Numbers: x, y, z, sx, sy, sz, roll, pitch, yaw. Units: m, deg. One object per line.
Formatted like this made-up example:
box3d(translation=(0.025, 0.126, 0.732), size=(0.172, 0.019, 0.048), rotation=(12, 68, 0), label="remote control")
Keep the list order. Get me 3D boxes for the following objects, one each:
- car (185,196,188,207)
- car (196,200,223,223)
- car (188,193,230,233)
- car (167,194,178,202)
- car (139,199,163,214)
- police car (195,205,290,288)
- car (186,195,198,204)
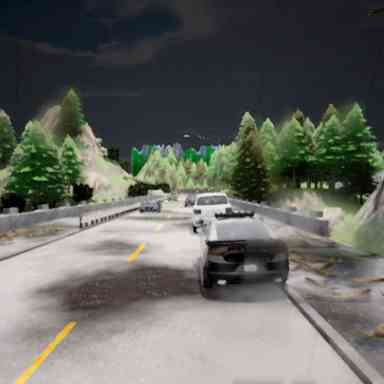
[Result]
box3d(translation=(0.087, 1.145, 47.002), size=(2.097, 1.767, 4.553), rotation=(0, 0, 1), label="car")
box3d(translation=(1.229, 1.415, 25.151), size=(1.812, 1.442, 4.674), rotation=(0, 0, 0), label="car")
box3d(translation=(1.092, 1.088, 19.168), size=(2.150, 2.045, 5.566), rotation=(-3, 0, 1), label="car")
box3d(translation=(-3.923, 1.210, 66.419), size=(1.837, 1.490, 4.892), rotation=(0, 1, 0), label="car")
box3d(translation=(-4.055, 1.416, 33.385), size=(1.994, 1.385, 4.181), rotation=(0, 0, 0), label="car")
box3d(translation=(1.176, 1.360, 9.269), size=(1.930, 1.638, 5.238), rotation=(-2, -1, 0), label="police car")
box3d(translation=(0.069, 1.290, 58.403), size=(2.033, 1.411, 5.357), rotation=(0, 0, 0), label="car")
